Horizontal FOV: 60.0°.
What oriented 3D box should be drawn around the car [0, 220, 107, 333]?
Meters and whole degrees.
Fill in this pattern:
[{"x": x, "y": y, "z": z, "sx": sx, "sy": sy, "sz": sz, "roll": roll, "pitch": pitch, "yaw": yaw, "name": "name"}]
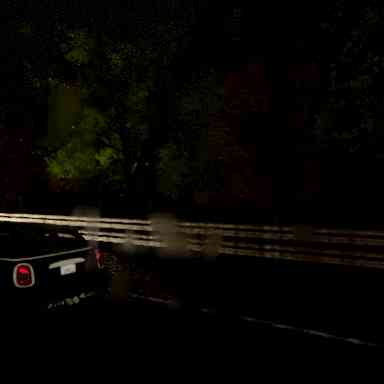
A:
[{"x": -4.002, "y": 1.427, "z": 7.121, "sx": 4.553, "sy": 1.767, "sz": 2.097, "roll": -1, "pitch": 0, "yaw": 33, "name": "car"}]
